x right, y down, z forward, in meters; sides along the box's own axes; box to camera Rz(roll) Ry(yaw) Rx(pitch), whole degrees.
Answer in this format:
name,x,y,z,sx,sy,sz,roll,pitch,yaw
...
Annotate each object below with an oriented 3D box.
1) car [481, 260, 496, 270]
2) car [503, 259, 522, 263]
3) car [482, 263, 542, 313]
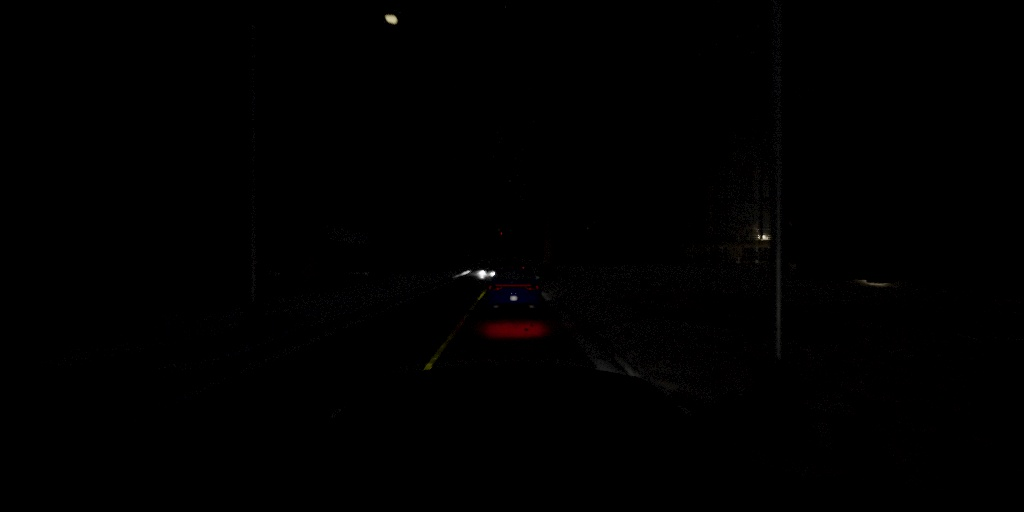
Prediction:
name,x,y,z,sx,sy,sz,roll,pitch,yaw
car,-3.072,1.220,47.505,1.895,1.301,4.718,0,0,0
car,0.061,1.021,28.469,2.097,1.767,4.553,0,0,0
car,0.065,1.192,13.846,1.882,1.535,5.008,0,0,0
